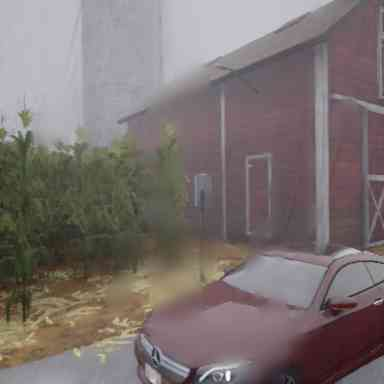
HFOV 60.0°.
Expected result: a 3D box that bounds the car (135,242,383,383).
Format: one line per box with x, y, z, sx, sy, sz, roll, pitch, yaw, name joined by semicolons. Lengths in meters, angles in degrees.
1.525;1.497;4.555;4.674;1.442;1.812;-1;0;-35;car
